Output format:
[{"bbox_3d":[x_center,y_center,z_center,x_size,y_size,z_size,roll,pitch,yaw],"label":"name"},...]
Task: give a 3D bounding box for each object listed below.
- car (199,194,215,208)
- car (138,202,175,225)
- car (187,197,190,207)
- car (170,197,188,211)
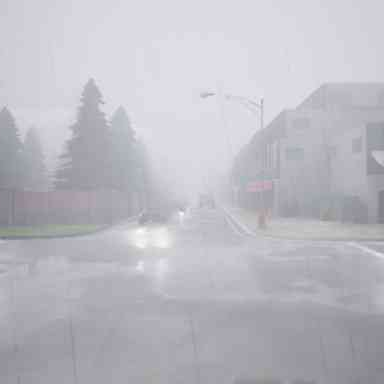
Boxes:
[{"bbox_3d":[2.208,1.233,48.665,2.150,2.045,5.566,0,0,3],"label":"car"},{"bbox_3d":[-2.591,1.607,24.086,1.895,1.301,4.718,0,0,3],"label":"car"},{"bbox_3d":[-1.285,1.513,52.432,1.837,1.490,4.892,0,1,3],"label":"car"},{"bbox_3d":[-1.867,1.611,40.132,1.895,1.301,4.718,0,0,3],"label":"car"}]
